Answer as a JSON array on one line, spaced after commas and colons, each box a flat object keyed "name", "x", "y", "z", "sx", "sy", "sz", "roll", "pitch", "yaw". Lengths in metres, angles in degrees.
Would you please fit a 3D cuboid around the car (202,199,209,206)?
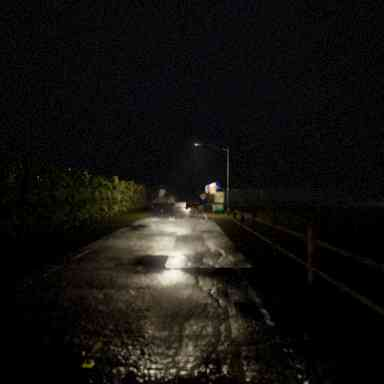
[{"name": "car", "x": 1.304, "y": 1.924, "z": 64.392, "sx": 1.882, "sy": 1.535, "sz": 5.008, "roll": -1, "pitch": -1, "yaw": 37}]

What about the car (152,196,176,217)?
[{"name": "car", "x": -2.841, "y": 1.466, "z": 34.430, "sx": 2.150, "sy": 2.045, "sz": 5.566, "roll": 0, "pitch": -1, "yaw": 0}]

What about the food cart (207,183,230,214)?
[{"name": "food cart", "x": 3.157, "y": 0.749, "z": 40.397, "sx": 2.280, "sy": 3.560, "sz": 4.660, "roll": 1, "pitch": 0, "yaw": 0}]

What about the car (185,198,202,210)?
[{"name": "car", "x": 0.011, "y": 1.830, "z": 48.884, "sx": 2.128, "sy": 1.511, "sz": 4.902, "roll": 0, "pitch": 0, "yaw": 0}]
